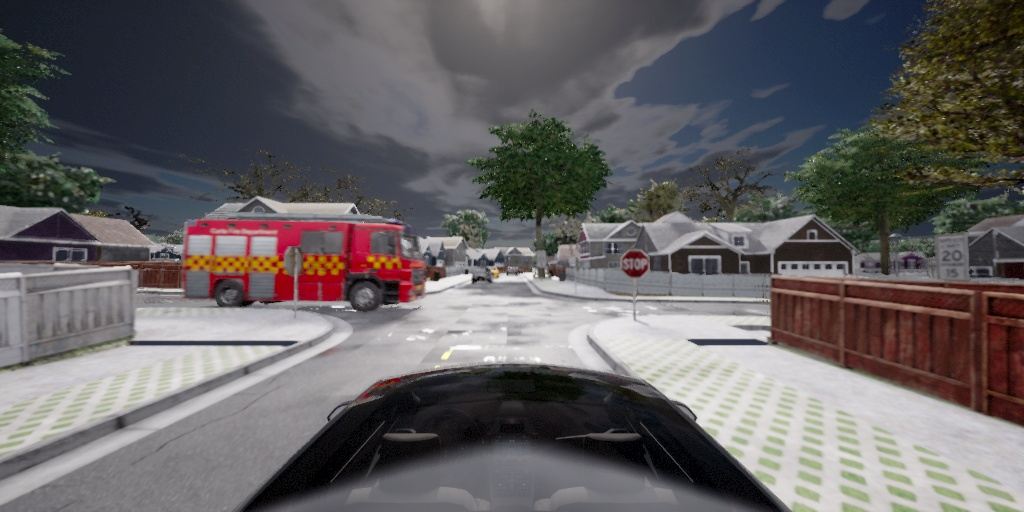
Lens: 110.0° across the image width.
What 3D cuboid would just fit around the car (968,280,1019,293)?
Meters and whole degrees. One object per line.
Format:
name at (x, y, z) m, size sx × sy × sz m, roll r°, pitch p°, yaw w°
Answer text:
car at (22.830, 1.936, 17.782) m, size 4.902 × 1.511 × 2.128 m, roll 1°, pitch -2°, yaw 0°

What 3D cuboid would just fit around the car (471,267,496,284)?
car at (-2.847, 1.897, 34.935) m, size 1.837 × 1.490 × 4.892 m, roll 0°, pitch -1°, yaw 0°

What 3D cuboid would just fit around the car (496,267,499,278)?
car at (-2.835, 2.234, 49.786) m, size 1.882 × 1.535 × 5.008 m, roll 0°, pitch -1°, yaw 0°

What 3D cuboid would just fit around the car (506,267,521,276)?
car at (0.004, 2.495, 59.916) m, size 2.128 × 1.511 × 4.902 m, roll 0°, pitch -1°, yaw 1°

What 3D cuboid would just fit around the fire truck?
fire truck at (-8.016, 0.188, 14.659) m, size 8.468 × 3.827 × 2.891 m, roll 1°, pitch -2°, yaw -1°
